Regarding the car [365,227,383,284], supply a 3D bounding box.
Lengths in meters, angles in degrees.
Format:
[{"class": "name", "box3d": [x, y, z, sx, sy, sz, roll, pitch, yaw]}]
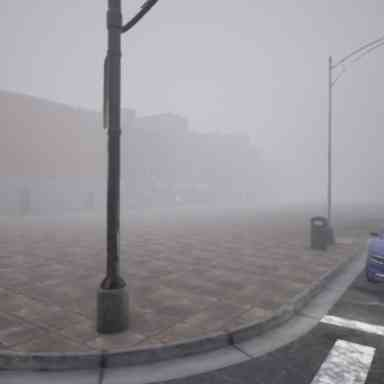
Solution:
[{"class": "car", "box3d": [6.014, 1.445, 8.916, 1.882, 1.535, 5.008, 0, 0, 35]}]
